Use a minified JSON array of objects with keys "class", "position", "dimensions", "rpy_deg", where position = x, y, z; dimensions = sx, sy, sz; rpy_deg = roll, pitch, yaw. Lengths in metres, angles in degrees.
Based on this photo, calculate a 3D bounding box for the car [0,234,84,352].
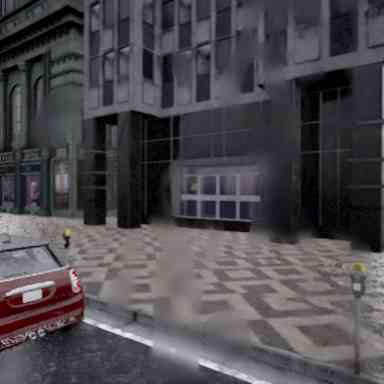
[{"class":"car","position":[-3.738,1.429,5.638],"dimensions":[4.097,1.590,1.967],"rpy_deg":[0,0,36]}]
